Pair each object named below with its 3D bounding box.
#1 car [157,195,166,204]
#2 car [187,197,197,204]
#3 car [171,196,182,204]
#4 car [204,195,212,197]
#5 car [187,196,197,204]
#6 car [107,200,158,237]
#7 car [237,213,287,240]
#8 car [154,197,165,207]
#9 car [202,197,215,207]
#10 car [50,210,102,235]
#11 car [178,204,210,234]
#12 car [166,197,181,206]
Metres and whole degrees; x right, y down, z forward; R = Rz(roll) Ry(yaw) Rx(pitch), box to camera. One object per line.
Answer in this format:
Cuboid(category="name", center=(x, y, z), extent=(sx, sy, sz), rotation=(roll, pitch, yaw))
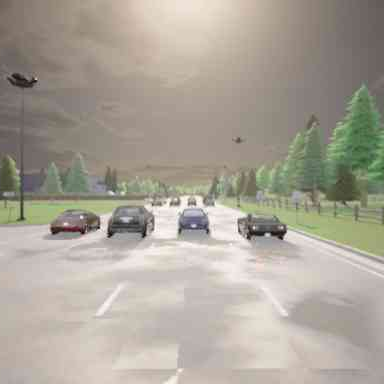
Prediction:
Cuboid(category="car", center=(-6.998, 1.727, 75.435), extent=(2.150, 2.045, 5.566), rotation=(0, -1, 0))
Cuboid(category="car", center=(0.002, 2.120, 66.451), extent=(1.812, 1.442, 4.674), rotation=(0, -1, 0))
Cuboid(category="car", center=(-3.498, 1.857, 75.370), extent=(2.097, 1.767, 4.553), rotation=(0, -1, 0))
Cuboid(category="car", center=(3.502, 1.727, 75.427), extent=(2.150, 2.045, 5.566), rotation=(0, -1, 0))
Cuboid(category="car", center=(0.002, 1.857, 75.383), extent=(2.097, 1.767, 4.553), rotation=(0, -1, 0))
Cuboid(category="car", center=(-3.399, 1.525, 19.291), extent=(2.097, 1.767, 4.553), rotation=(0, -1, 0))
Cuboid(category="car", center=(3.601, 1.763, 18.028), extent=(1.895, 1.301, 4.718), rotation=(0, -1, 0))
Cuboid(category="car", center=(-6.999, 2.154, 66.100), extent=(1.994, 1.385, 4.181), rotation=(0, -1, 0))
Cuboid(category="car", center=(3.501, 2.132, 65.298), extent=(2.033, 1.411, 5.357), rotation=(0, -1, 0))
Cuboid(category="car", center=(-6.898, 1.745, 20.173), extent=(1.994, 1.385, 4.181), rotation=(0, -1, 0))
Cuboid(category="car", center=(0.101, 1.711, 20.618), extent=(1.812, 1.442, 4.674), rotation=(0, -1, 0))
Cuboid(category="car", center=(-3.498, 2.089, 66.444), extent=(2.128, 1.511, 4.902), rotation=(0, -1, 0))
